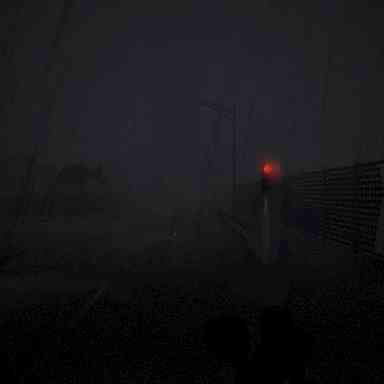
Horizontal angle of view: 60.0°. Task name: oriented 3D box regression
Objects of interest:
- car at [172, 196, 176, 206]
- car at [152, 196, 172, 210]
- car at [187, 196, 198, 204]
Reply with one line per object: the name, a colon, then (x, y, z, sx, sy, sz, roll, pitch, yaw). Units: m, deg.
car: (-4.003, 1.495, 53.429, 1.882, 1.535, 5.008, 0, 0, 0)
car: (-4.026, 1.578, 43.357, 1.994, 1.385, 4.181, 0, 0, 0)
car: (0.105, 1.526, 63.154, 1.837, 1.490, 4.892, 0, 0, 0)
